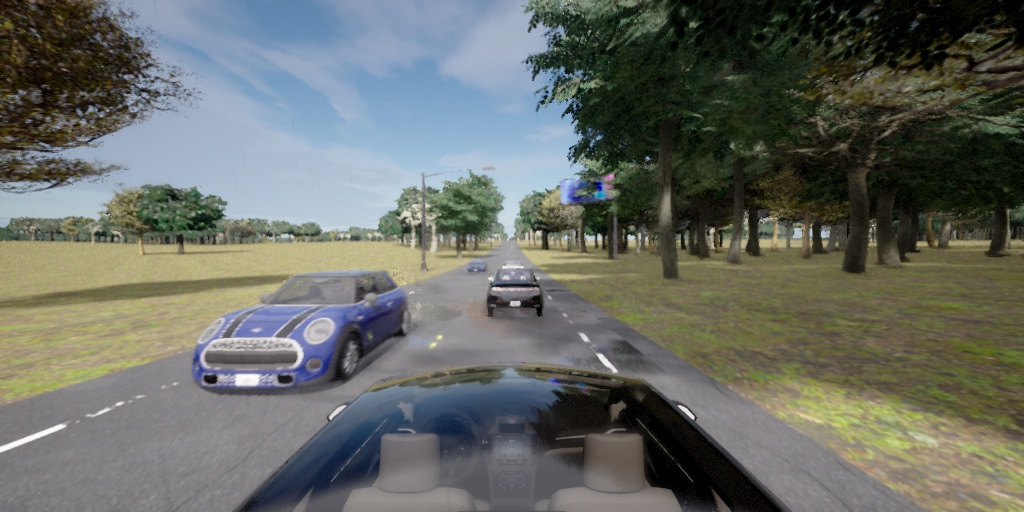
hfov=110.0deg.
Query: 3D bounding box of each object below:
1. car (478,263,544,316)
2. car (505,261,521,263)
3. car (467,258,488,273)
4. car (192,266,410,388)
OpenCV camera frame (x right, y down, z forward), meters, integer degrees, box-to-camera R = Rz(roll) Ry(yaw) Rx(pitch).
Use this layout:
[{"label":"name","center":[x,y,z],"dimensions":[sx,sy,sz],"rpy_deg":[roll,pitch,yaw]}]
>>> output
[{"label":"car","center":[0.099,1.197,13.183],"dimensions":[2.128,1.511,4.902],"rpy_deg":[0,0,0]},{"label":"car","center":[0.101,1.079,32.403],"dimensions":[1.895,1.301,4.718],"rpy_deg":[0,1,0]},{"label":"car","center":[-3.498,0.926,37.177],"dimensions":[2.033,1.411,5.357],"rpy_deg":[0,1,0]},{"label":"car","center":[-3.598,1.081,7.112],"dimensions":[2.097,1.767,4.553],"rpy_deg":[0,0,0]}]
